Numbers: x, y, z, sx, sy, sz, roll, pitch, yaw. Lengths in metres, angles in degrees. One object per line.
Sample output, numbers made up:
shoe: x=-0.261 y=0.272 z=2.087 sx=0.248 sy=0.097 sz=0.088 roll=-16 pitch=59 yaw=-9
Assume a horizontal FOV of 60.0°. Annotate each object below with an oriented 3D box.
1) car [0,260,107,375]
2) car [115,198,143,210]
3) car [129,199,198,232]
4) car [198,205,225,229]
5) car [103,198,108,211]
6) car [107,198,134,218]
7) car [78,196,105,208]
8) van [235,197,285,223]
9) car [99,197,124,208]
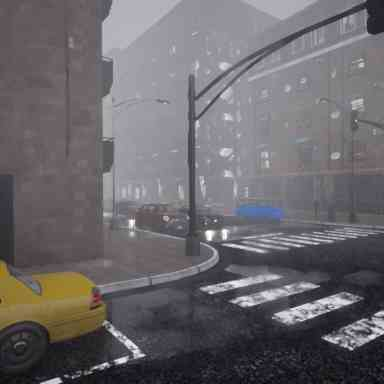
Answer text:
car: x=-3.547 y=1.525 z=4.038 sx=4.829 sy=1.417 sz=1.752 roll=0 pitch=0 yaw=-35
car: x=-8.292 y=1.463 z=43.278 sx=1.887 sy=1.381 sz=4.507 roll=-1 pitch=0 yaw=-36
car: x=-1.816 y=1.441 z=20.035 sx=1.967 sy=1.590 sz=4.097 roll=0 pitch=0 yaw=-36
car: x=0.249 y=1.545 z=21.597 sx=1.994 sy=1.385 sz=4.181 roll=-1 pitch=0 yaw=-36
car: x=-11.527 y=1.452 z=37.887 sx=2.128 sy=1.511 sz=4.902 roll=-1 pitch=0 yaw=-36
car: x=-5.587 y=1.494 z=29.663 sx=1.812 sy=1.442 sz=4.674 roll=-1 pitch=0 yaw=-36
car: x=-14.255 y=1.430 z=47.010 sx=2.128 sy=1.511 sz=4.902 roll=-1 pitch=0 yaw=-36
van: x=4.984 y=1.280 z=24.932 sx=1.690 sy=1.788 sz=3.998 roll=0 pitch=0 yaw=-36
car: x=-11.610 y=1.463 z=47.865 sx=1.887 sy=1.381 sz=4.507 roll=-1 pitch=0 yaw=-36
